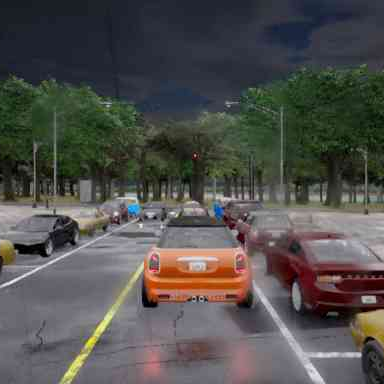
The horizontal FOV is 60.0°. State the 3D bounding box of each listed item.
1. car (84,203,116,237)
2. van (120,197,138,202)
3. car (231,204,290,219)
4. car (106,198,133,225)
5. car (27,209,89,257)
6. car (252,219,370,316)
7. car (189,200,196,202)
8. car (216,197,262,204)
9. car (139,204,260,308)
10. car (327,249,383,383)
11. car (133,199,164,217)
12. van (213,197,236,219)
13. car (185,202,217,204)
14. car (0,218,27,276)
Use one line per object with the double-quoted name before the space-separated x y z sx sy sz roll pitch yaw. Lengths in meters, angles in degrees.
"car" -5.749 1.525 18.136 1.752 1.417 4.829 0 0 0
"van" -5.739 1.342 29.181 1.690 1.788 3.998 0 0 0
"car" 2.772 1.439 12.861 1.967 1.590 4.097 0 0 0
"car" -5.744 1.441 23.744 1.967 1.590 4.097 0 0 0
"car" -5.753 1.565 12.868 1.947 1.339 4.313 0 0 0
"car" 2.767 1.544 7.424 1.887 1.381 4.507 0 0 0
"car" 0.021 1.458 27.254 1.801 1.575 5.366 0 0 1
"car" 2.776 1.315 18.299 2.192 1.841 5.009 0 0 0
"car" 0.106 1.351 8.096 2.097 1.767 4.553 0 0 0
"car" 2.762 1.525 2.156 1.752 1.417 4.829 0 0 0
"car" -2.978 1.498 26.444 2.128 1.511 4.902 0 0 0
"van" 2.786 1.342 29.174 1.690 1.788 3.998 0 0 0
"car" 0.113 1.491 17.310 2.128 1.511 4.902 0 0 0
"car" -5.758 1.525 7.261 1.752 1.417 4.829 0 0 0
